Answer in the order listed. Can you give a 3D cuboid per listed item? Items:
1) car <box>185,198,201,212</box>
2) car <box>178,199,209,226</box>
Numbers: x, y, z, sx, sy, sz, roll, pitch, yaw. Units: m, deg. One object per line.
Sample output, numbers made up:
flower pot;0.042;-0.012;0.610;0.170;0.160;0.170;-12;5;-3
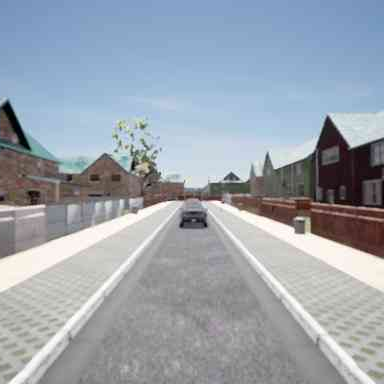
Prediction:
car;0.109;1.526;40.096;1.882;1.535;5.008;0;0;0
car;0.103;1.537;23.412;1.837;1.490;4.892;0;0;0
